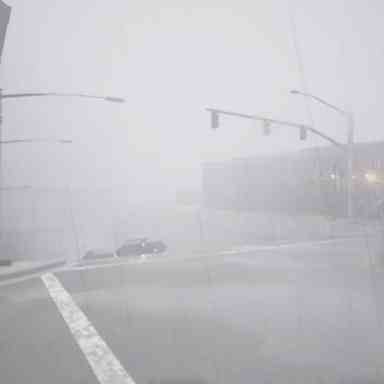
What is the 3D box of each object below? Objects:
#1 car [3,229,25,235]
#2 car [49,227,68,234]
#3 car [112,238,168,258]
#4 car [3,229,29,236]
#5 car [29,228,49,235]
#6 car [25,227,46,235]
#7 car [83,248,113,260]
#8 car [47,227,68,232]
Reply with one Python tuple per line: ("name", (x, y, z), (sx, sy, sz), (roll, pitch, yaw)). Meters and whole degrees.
("car", (-42.478, 9.538, 79.347), (4.536, 1.218, 1.853), (0, 0, 12))
("car", (-34.322, 9.756, 85.203), (4.974, 1.542, 2.038), (0, 0, -3))
("car", (-3.371, 3.710, 21.943), (1.895, 1.301, 4.718), (-1, -13, -32))
("car", (-42.428, 9.695, 79.335), (4.974, 1.542, 2.038), (0, 0, 12))
("car", (-38.497, 9.722, 81.740), (2.038, 1.542, 4.974), (0, 0, 22))
("car", (-38.477, 9.565, 81.789), (1.853, 1.218, 4.536), (0, 0, 22))
("car", (-8.545, 5.898, 30.336), (1.882, 1.535, 5.008), (0, -14, -32))
("car", (-34.374, 9.598, 85.201), (4.536, 1.218, 1.853), (0, 0, -3))
